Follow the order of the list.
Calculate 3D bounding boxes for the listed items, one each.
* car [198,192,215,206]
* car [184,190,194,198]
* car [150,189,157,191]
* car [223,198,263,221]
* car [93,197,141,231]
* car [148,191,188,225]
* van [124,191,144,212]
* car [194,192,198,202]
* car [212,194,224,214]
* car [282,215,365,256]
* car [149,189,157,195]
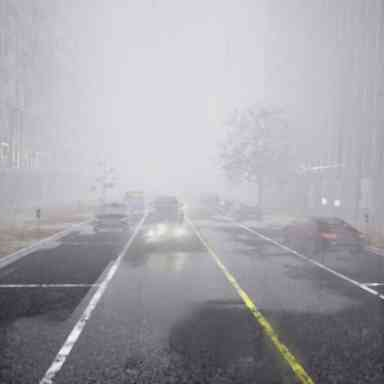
[{"bbox_3d":[2.335,0.875,40.948,1.967,1.590,4.097,1,1,-5],"label":"car"},{"bbox_3d":[-0.143,0.465,69.299,1.887,1.381,4.507,1,1,-5],"label":"car"},{"bbox_3d":[-9.481,0.075,79.913,1.887,1.381,4.507,1,1,-5],"label":"car"},{"bbox_3d":[3.819,1.285,23.939,2.008,1.369,4.403,1,1,-5],"label":"car"},{"bbox_3d":[-4.033,1.205,17.540,2.008,1.369,4.403,1,1,-5],"label":"car"},{"bbox_3d":[-1.607,1.013,20.706,2.097,1.767,4.553,1,1,-5],"label":"car"},{"bbox_3d":[-5.019,0.801,28.878,1.690,1.788,3.998,1,1,-5],"label":"van"},{"bbox_3d":[1.840,0.773,46.617,1.967,1.590,4.097,1,1,-5],"label":"car"},{"bbox_3d":[3.323,1.187,29.609,2.008,1.369,4.403,1,1,-5],"label":"car"},{"bbox_3d":[4.808,1.507,12.600,1.802,1.307,4.206,1,1,-5],"label":"car"},{"bbox_3d":[-9.977,0.004,85.584,1.802,1.307,4.206,1,1,-5],"label":"car"}]
